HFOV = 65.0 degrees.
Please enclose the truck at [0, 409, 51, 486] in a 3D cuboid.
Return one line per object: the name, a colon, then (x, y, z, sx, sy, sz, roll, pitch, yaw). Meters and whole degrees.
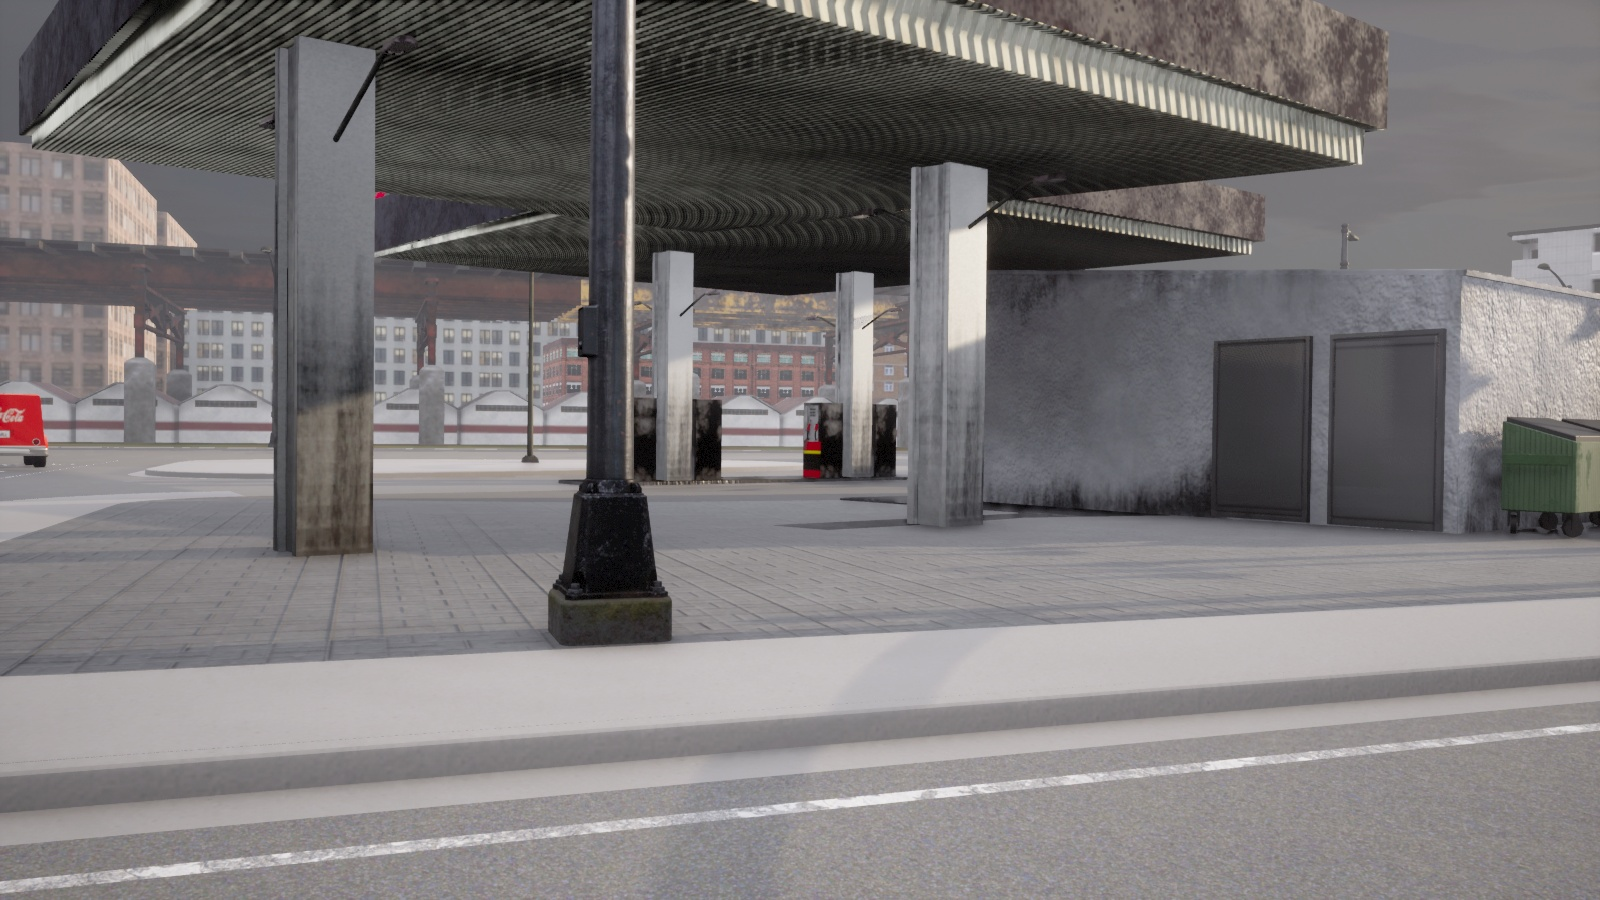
truck: (-27.017, -0.087, 42.456, 2.627, 2.467, 5.204, -1, 1, -34)
